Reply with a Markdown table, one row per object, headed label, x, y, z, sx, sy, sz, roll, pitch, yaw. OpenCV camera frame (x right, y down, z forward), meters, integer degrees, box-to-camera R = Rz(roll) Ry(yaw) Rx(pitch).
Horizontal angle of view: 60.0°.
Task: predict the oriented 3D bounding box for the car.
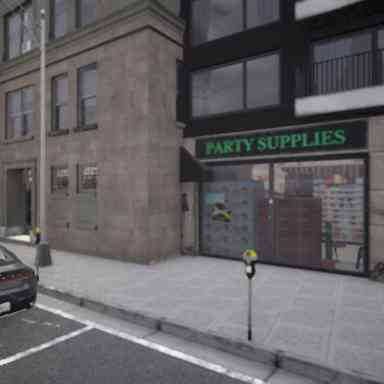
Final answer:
| label | x | y | z | sx | sy | sz | roll | pitch | yaw |
| --- | --- | --- | --- | --- | --- | --- | --- | --- | --- |
| car | -4.726 | 1.569 | 6.404 | 4.403 | 1.369 | 2.008 | 0 | 0 | 35 |
